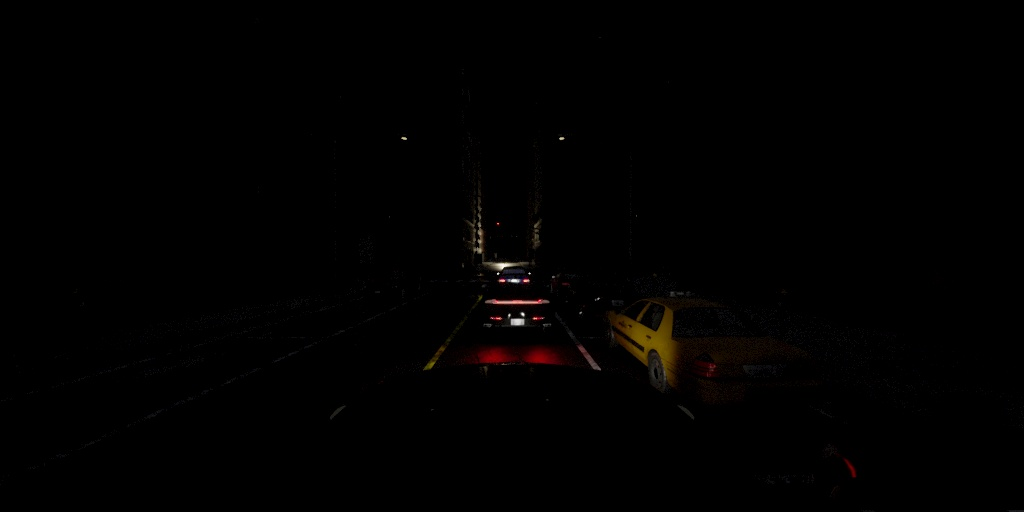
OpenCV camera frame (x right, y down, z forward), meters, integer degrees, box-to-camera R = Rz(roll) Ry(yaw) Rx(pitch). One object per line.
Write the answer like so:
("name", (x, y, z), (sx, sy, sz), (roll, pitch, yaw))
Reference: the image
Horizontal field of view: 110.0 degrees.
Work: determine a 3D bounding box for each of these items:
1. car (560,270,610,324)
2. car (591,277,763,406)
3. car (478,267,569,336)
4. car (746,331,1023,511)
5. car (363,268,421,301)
("car", (2.879, 1.312, 11.800), (1.948, 1.339, 4.313), (0, 0, 0))
("car", (2.876, 1.274, 6.384), (1.751, 1.417, 4.829), (0, 0, 0))
("car", (0.107, 1.239, 10.326), (2.128, 1.511, 4.902), (0, 0, 0))
("car", (2.872, 1.301, 0.628), (2.007, 1.370, 4.403), (0, 0, 0))
("car", (-5.663, 1.290, 17.388), (1.888, 1.381, 4.507), (0, 0, 0))
